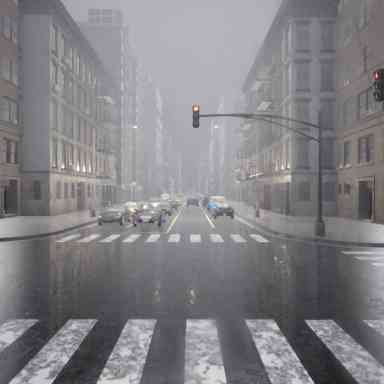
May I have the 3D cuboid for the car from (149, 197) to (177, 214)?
[{"bbox_3d":[-2.845,1.545,32.792,2.033,1.411,5.357,0,0,0],"label":"car"}]

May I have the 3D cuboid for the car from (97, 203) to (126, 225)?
[{"bbox_3d":[-5.391,1.549,23.540,2.008,1.369,4.403,0,0,0],"label":"car"}]

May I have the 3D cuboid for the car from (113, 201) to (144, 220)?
[{"bbox_3d":[-5.396,1.523,28.777,1.752,1.417,4.829,0,0,0],"label":"car"}]

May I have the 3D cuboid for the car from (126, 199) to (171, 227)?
[{"bbox_3d":[-2.849,1.490,22.909,2.128,1.511,4.902,0,0,0],"label":"car"}]

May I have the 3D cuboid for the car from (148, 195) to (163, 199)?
[{"bbox_3d":[-5.411,1.437,45.166,1.967,1.590,4.097,0,0,0],"label":"car"}]

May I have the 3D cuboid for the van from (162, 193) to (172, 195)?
[{"bbox_3d":[-5.431,1.338,66.790,1.690,1.788,3.998,0,0,0],"label":"van"}]

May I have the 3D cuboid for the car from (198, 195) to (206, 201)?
[{"bbox_3d":[2.654,1.562,88.416,1.947,1.339,4.313,0,0,0],"label":"car"}]

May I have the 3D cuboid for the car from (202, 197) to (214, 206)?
[{"bbox_3d":[2.646,1.563,55.979,1.947,1.339,4.313,0,0,0],"label":"car"}]

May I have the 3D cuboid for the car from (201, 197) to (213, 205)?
[{"bbox_3d":[2.647,1.548,61.385,2.008,1.369,4.403,0,0,0],"label":"car"}]

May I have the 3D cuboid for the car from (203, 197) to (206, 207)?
[{"bbox_3d":[2.641,1.579,39.760,1.802,1.307,4.206,0,0,0],"label":"car"}]

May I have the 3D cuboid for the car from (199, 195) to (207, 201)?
[{"bbox_3d":[2.653,1.541,83.010,1.887,1.381,4.507,0,0,0],"label":"car"}]

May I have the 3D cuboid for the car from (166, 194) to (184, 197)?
[{"bbox_3d":[-2.798,1.475,53.060,1.882,1.535,5.008,0,0,1],"label":"car"}]

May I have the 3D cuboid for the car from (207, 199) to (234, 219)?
[{"bbox_3d":[2.639,1.549,28.948,2.008,1.369,4.403,0,0,0],"label":"car"}]

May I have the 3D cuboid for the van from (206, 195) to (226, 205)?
[{"bbox_3d":[2.640,1.339,34.354,1.690,1.788,3.998,0,0,0],"label":"van"}]

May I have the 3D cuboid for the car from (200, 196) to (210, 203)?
[{"bbox_3d":[2.648,1.522,66.961,1.752,1.417,4.829,0,0,0],"label":"car"}]

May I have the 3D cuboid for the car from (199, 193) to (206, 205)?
[{"bbox_3d":[2.644,1.312,50.573,2.192,1.841,5.009,0,0,0],"label":"car"}]

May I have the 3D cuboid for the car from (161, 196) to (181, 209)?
[{"bbox_3d":[-2.835,1.561,42.806,1.994,1.385,4.181,0,0,1],"label":"car"}]

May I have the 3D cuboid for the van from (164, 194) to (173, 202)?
[{"bbox_3d":[-5.441,1.338,77.603,1.690,1.788,3.998,0,0,0],"label":"van"}]

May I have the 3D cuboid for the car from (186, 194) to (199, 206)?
[{"bbox_3d":[0.095,1.501,53.905,1.837,1.490,4.892,0,0,0],"label":"car"}]
